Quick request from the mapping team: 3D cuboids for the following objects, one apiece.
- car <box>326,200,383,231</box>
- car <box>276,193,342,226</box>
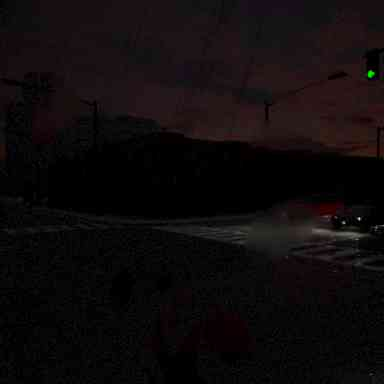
[{"bbox_3d":[10.388,1.432,19.978,4.674,1.442,1.812,0,0,-36],"label":"car"},{"bbox_3d":[8.186,1.129,22.712,5.566,2.045,2.150,0,0,-35],"label":"car"}]
